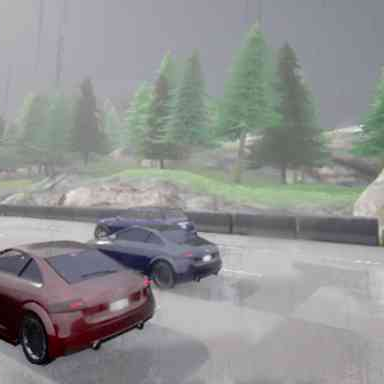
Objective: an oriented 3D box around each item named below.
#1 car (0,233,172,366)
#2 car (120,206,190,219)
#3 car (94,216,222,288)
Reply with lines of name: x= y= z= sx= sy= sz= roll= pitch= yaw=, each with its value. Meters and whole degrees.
car: x=-2.659 y=1.572 z=5.886 sx=4.181 sy=1.385 sz=1.994 roll=0 pitch=0 yaw=36
car: x=-2.066 y=1.368 z=14.061 sx=4.553 sy=1.767 sz=2.097 roll=0 pitch=0 yaw=36
car: x=-1.266 y=1.574 z=9.191 sx=4.181 sy=1.385 sz=1.994 roll=0 pitch=0 yaw=36
